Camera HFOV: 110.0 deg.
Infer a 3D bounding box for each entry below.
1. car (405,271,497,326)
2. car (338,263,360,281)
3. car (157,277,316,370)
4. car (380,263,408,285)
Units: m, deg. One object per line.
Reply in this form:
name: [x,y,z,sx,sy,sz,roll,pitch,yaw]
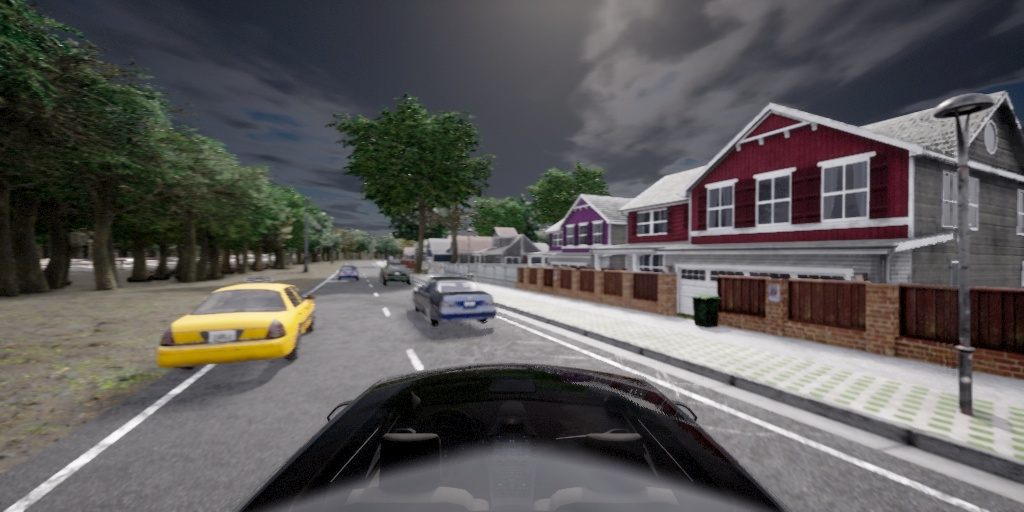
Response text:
car: [-2.195,1.413,12.362,2.033,1.411,5.357,1,-1,-24]
car: [-15.625,1.607,34.336,2.033,1.411,5.357,1,-1,-24]
car: [-5.516,1.237,7.913,1.801,1.575,5.366,1,-1,-24]
car: [-9.691,1.394,29.545,2.097,1.767,4.553,1,-1,-24]
